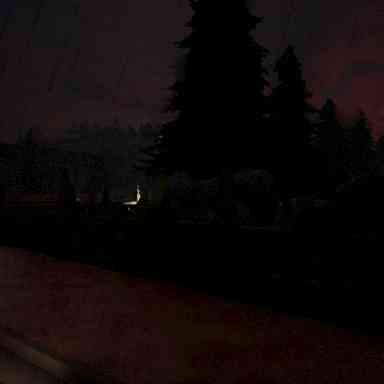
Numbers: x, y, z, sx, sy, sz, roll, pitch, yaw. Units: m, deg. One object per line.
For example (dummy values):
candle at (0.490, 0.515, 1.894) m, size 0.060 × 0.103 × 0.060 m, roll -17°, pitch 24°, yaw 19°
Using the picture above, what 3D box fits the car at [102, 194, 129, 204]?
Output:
car at (-14.056, 1.201, 61.203) m, size 1.837 × 1.490 × 4.892 m, roll 0°, pitch 3°, yaw 36°

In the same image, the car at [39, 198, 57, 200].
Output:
car at (-20.440, 1.540, 46.301) m, size 1.812 × 1.442 × 4.674 m, roll 0°, pitch 0°, yaw 36°

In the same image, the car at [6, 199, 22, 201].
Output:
car at (-25.014, 1.616, 45.936) m, size 1.895 × 1.301 × 4.718 m, roll 0°, pitch 0°, yaw 36°

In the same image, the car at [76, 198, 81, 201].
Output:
car at (-19.879, 1.522, 53.083) m, size 1.812 × 1.442 × 4.674 m, roll 0°, pitch 1°, yaw 35°

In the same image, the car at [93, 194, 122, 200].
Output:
car at (-14.544, 1.406, 54.528) m, size 2.128 × 1.511 × 4.902 m, roll 0°, pitch 2°, yaw 36°
